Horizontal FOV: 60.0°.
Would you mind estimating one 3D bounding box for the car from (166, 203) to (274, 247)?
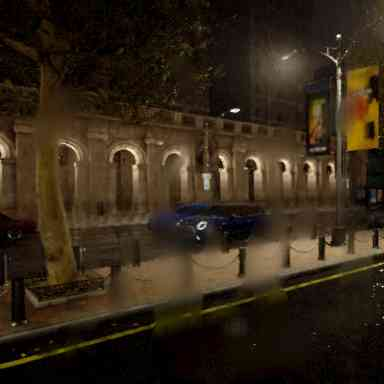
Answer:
[{"bbox_3d":[1.473,1.298,14.755,4.553,1.767,2.097,0,0,-35],"label":"car"}]

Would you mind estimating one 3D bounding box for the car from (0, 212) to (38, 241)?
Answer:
[{"bbox_3d":[-9.695,1.591,15.070,4.718,1.301,1.895,0,0,-36],"label":"car"}]

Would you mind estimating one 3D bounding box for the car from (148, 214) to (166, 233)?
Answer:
[{"bbox_3d":[0.017,1.420,18.004,5.008,1.535,1.882,0,0,-35],"label":"car"}]
